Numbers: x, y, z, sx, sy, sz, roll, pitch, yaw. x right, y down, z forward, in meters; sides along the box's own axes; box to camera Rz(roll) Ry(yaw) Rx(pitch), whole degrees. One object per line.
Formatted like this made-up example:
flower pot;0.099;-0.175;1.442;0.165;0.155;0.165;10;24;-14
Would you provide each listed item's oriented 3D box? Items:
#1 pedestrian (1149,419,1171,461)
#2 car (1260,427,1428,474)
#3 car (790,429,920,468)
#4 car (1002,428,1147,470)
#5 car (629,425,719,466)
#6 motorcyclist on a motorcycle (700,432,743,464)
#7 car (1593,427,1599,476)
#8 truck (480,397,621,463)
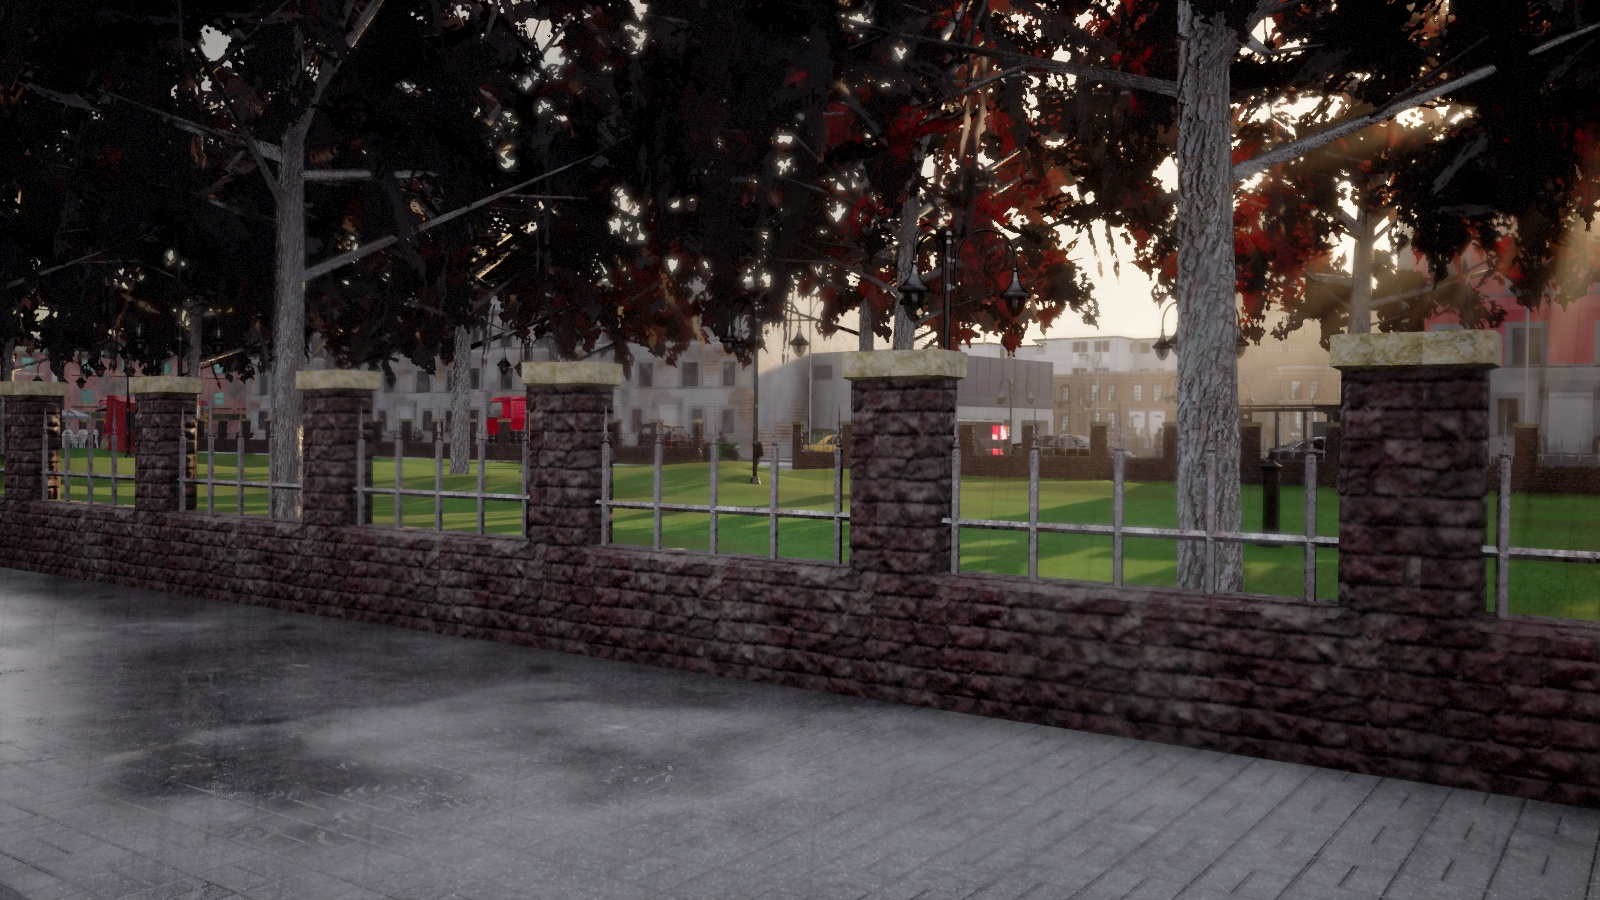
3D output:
pedestrian;15.485;-0.440;54.071;0.328;1.805;0.869;-1;1;-43
car;18.149;-0.001;41.978;4.892;1.490;1.837;0;1;35
car;2.277;-0.075;53.139;5.366;1.575;1.801;0;1;35
car;10.341;-0.054;47.469;4.902;1.511;2.128;0;1;35
car;-5.936;-0.222;58.912;3.866;1.878;1.905;0;1;36
motorcyclist on a motorcycle;-3.899;-0.103;62.370;2.044;1.523;0.797;0;1;35
car;25.908;0.024;36.535;4.674;1.442;1.812;0;1;36
truck;-13.814;-1.072;69.306;7.936;3.462;2.891;0;1;35
